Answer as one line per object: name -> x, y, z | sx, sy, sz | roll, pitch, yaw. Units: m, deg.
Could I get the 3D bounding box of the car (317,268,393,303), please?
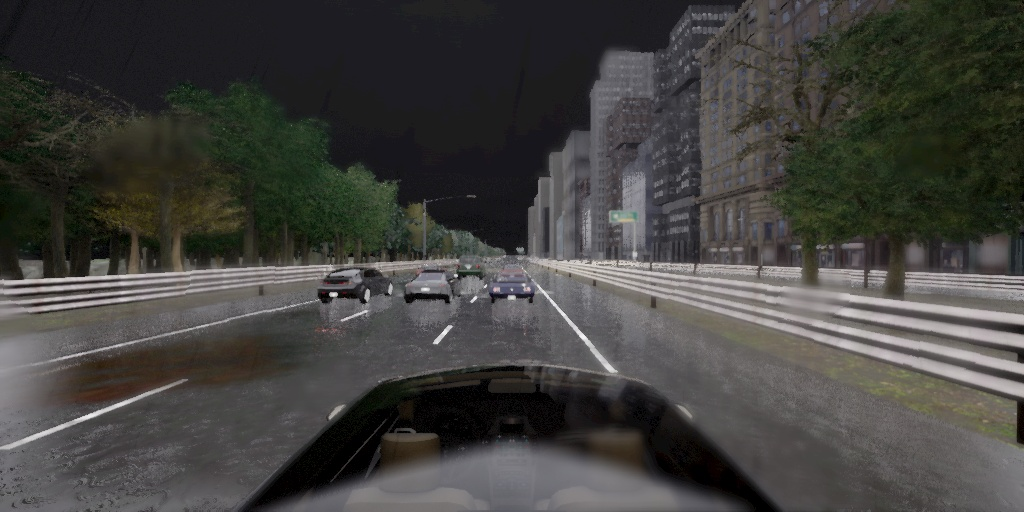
car -> -7.000, 1.266, 16.500 | 1.837, 1.490, 4.892 | 0, 0, 0

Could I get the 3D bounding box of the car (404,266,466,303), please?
car -> -3.501, 1.323, 16.501 | 1.994, 1.385, 4.181 | 0, 0, 0

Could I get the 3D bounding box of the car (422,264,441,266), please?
car -> -7.001, 1.382, 31.531 | 1.895, 1.301, 4.718 | 0, 0, 0

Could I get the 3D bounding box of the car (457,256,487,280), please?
car -> -3.501, 1.023, 31.532 | 2.150, 2.045, 5.566 | 0, 0, 0

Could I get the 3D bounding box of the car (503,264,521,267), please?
car -> -0.001, 1.382, 31.531 | 1.895, 1.301, 4.718 | 0, 0, 0

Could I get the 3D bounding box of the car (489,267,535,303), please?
car -> -0.001, 1.367, 16.530 | 1.895, 1.301, 4.718 | 0, 0, 0
